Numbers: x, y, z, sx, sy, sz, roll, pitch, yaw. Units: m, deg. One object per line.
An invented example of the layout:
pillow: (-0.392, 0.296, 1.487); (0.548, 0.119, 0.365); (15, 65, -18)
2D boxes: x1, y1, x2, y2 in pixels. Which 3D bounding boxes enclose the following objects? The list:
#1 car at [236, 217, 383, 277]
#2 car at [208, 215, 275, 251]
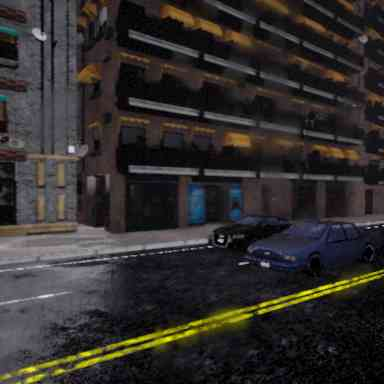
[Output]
car: (4.152, 1.625, 10.720); (5.357, 1.411, 2.033); (0, 0, -36)
car: (2.688, 1.653, 13.688); (4.181, 1.385, 1.994); (0, 0, -36)
